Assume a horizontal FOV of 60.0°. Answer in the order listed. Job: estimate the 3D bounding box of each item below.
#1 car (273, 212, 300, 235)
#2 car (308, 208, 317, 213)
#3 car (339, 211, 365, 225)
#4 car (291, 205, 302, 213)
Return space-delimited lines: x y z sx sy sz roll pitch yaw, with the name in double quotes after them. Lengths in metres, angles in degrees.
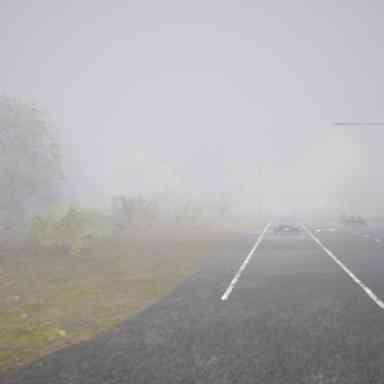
7.544 2.563 26.617 1.812 1.442 4.674 -2 -3 15 "car"
29.604 4.554 81.907 1.895 1.301 4.718 -2 -2 15 "car"
17.407 2.813 36.409 2.033 1.411 5.357 -2 -3 15 "car"
25.190 4.541 80.415 1.994 1.385 4.181 -2 -3 21 "car"
